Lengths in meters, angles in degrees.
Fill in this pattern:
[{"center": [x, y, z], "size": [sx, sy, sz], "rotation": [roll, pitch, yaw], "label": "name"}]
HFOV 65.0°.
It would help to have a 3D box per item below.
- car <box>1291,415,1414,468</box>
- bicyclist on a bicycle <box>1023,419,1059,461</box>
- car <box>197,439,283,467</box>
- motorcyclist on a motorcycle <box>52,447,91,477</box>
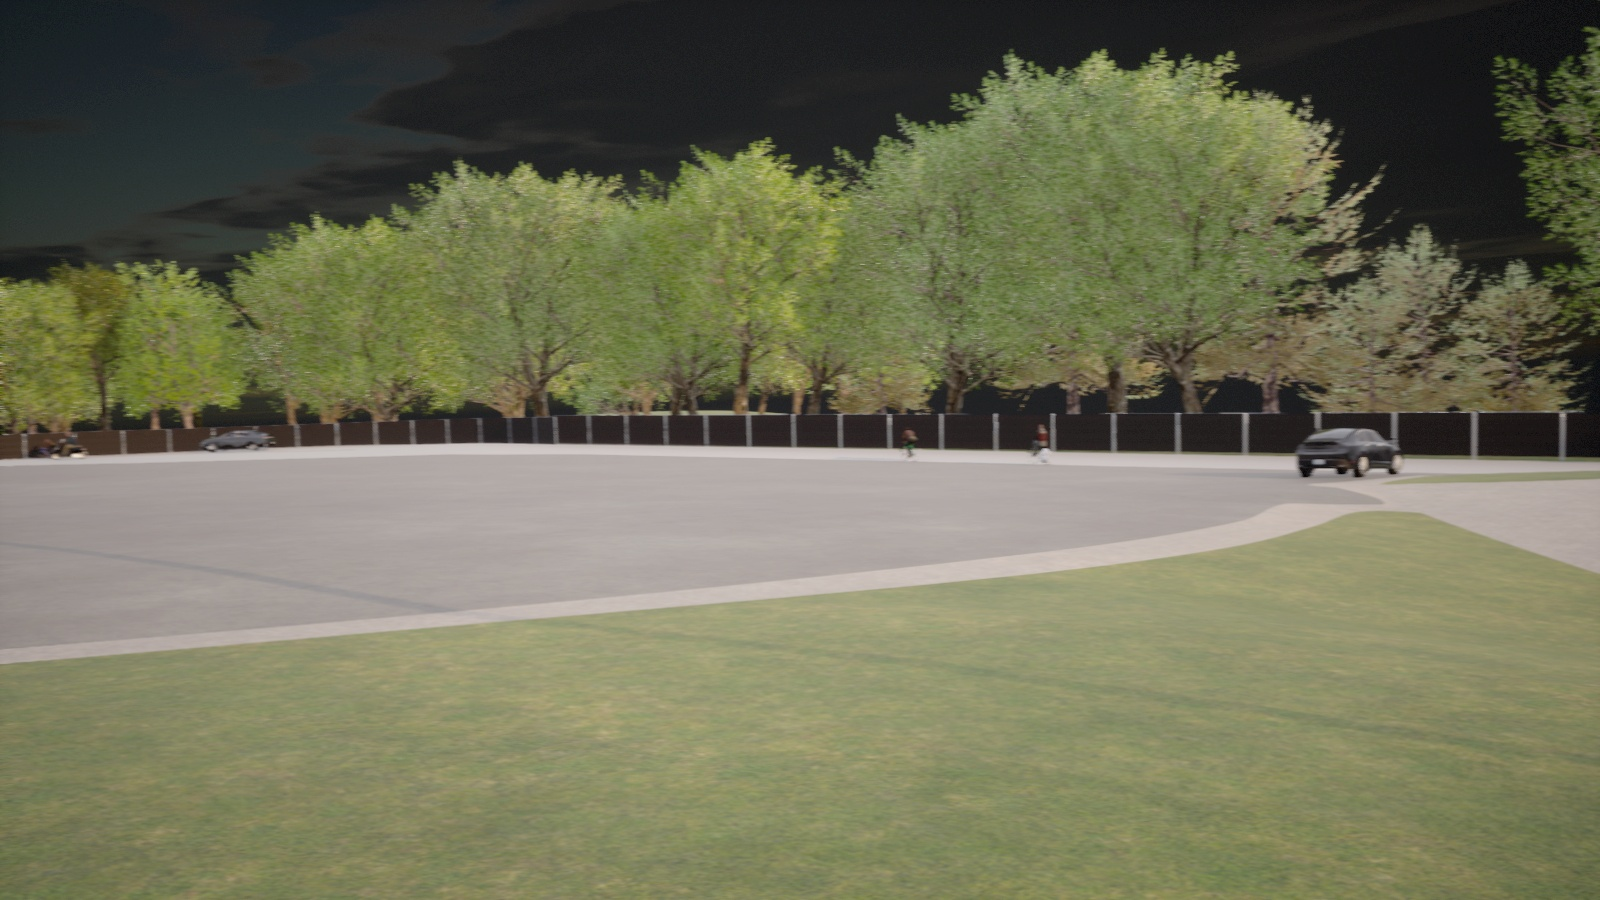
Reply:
[{"center": [17.308, -0.289, 39.225], "size": [1.837, 1.490, 4.892], "rotation": [-2, 0, 44], "label": "car"}, {"center": [10.370, -0.432, 54.127], "size": [0.659, 1.776, 1.843], "rotation": [-2, 2, -18], "label": "bicyclist on a bicycle"}, {"center": [-39.151, 0.190, 87.882], "size": [4.902, 1.511, 2.128], "rotation": [-4, 2, 0], "label": "car"}, {"center": [-41.847, 0.666, 72.144], "size": [1.817, 1.590, 0.866], "rotation": [-4, 2, -29], "label": "motorcyclist on a motorcycle"}]
